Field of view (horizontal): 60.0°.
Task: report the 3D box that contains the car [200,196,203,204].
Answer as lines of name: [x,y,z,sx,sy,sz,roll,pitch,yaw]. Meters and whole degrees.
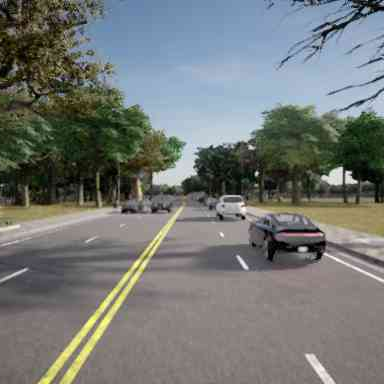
car: [3.239,1.930,66.808,1.895,1.301,4.718,0,0,0]

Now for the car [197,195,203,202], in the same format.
car: [3.052,1.643,77.926,2.150,2.045,5.566,0,-1,-2]

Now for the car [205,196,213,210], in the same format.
car: [3.246,1.664,44.751,2.128,1.511,4.902,0,0,0]

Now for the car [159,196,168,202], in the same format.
car: [-6.733,1.575,78.929,1.812,1.442,4.674,0,-1,-2]

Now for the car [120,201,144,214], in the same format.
car: [-6.595,1.677,37.227,2.033,1.411,5.357,0,0,0]

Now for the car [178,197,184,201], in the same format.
car: [-3.483,1.645,79.001,1.895,1.301,4.718,0,-1,-2]

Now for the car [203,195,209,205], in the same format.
car: [3.245,1.704,55.943,1.801,1.575,5.366,0,0,0]

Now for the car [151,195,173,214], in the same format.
car: [-3.342,1.354,37.856,2.150,2.045,5.566,0,0,0]

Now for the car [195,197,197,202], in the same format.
car: [2.605,1.963,89.003,2.033,1.649,4.856,0,-1,-3]

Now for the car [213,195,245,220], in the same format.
car: [3.348,1.313,29.518,2.150,2.045,5.566,0,-1,0]

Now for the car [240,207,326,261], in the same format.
car: [3.349,1.524,12.466,2.128,1.511,4.902,0,0,0]
